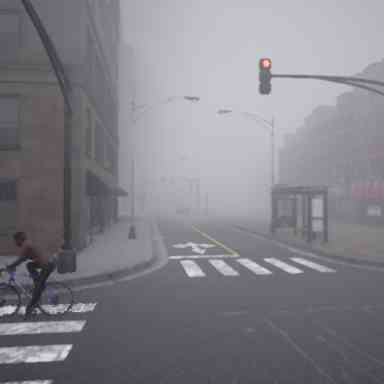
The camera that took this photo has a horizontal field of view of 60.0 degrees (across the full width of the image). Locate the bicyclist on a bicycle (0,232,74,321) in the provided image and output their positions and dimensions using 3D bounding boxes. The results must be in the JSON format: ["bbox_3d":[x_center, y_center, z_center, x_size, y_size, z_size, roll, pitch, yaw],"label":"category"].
[{"bbox_3d":[-3.079,1.580,6.273,1.656,1.620,0.582,0,-1,-6],"label":"bicyclist on a bicycle"}]

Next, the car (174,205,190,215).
[{"bbox_3d":[-1.414,2.537,48.080,1.812,1.442,4.674,0,-1,-7],"label":"car"}]
